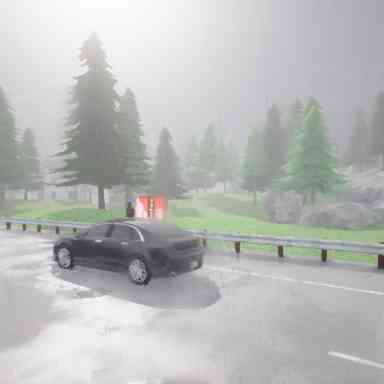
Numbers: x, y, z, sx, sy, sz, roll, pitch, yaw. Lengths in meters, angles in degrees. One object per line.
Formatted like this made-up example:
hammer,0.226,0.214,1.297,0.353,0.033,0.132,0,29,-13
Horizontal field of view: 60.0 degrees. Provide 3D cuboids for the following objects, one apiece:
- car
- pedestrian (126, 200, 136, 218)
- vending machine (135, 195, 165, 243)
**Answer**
car,-1.939,1.506,9.456,4.892,1.490,1.837,0,0,34
pedestrian,-2.839,1.294,15.266,0.375,1.860,0.375,0,0,33
vending machine,-1.937,1.195,15.441,0.880,2.100,1.100,0,0,33
